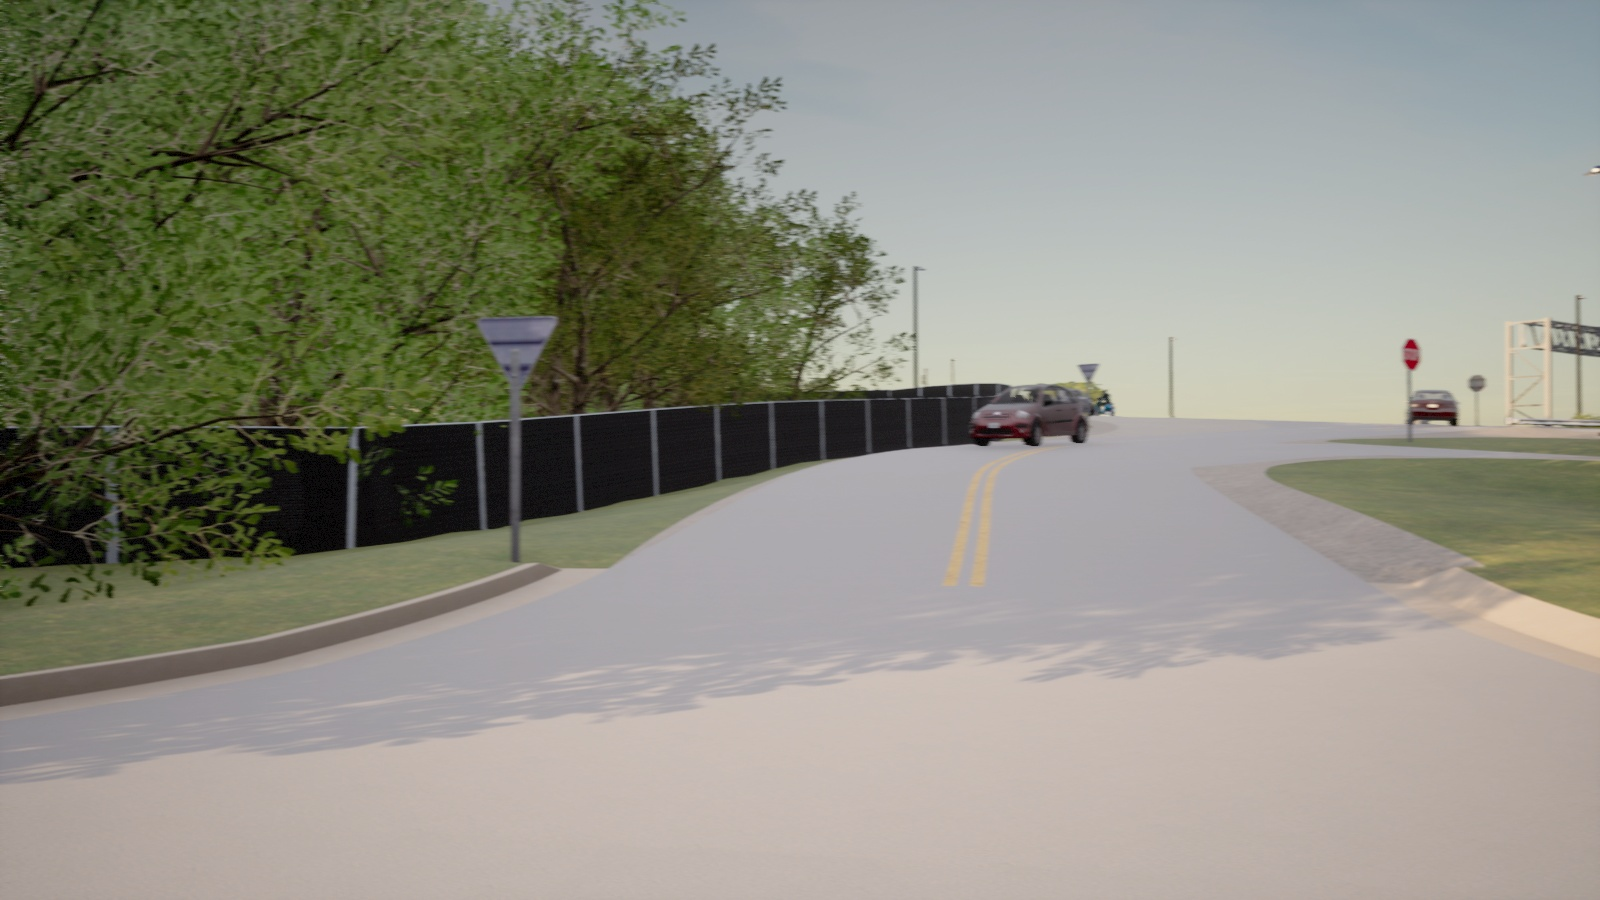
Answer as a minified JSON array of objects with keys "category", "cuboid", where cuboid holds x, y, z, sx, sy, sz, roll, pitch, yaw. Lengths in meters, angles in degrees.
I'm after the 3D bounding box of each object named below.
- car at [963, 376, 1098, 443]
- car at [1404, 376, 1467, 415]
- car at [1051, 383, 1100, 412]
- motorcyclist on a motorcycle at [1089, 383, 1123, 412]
[{"category":"car","cuboid":[6.111,-1.081,32.981,1.851,1.617,3.988,-1,2,37]},{"category":"car","cuboid":[24.824,-2.111,49.183,2.033,1.411,5.357,1,2,26]},{"category":"car","cuboid":[15.022,-2.839,68.580,1.845,1.501,3.633,0,1,-1]},{"category":"motorcyclist on a motorcycle","cuboid":[17.227,-2.943,70.721,0.866,1.590,1.817,0,1,-26]}]
